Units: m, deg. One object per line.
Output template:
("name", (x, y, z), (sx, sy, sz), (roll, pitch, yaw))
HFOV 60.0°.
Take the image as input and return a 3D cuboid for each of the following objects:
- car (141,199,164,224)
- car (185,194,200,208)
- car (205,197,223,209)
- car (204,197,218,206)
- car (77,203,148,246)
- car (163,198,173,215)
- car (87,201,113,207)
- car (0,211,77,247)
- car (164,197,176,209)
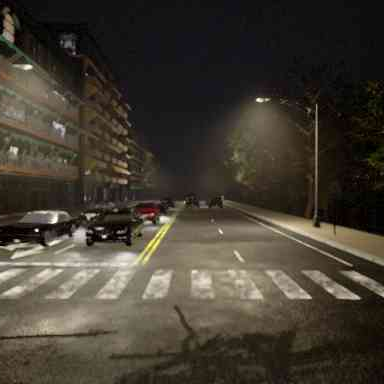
("car", (-3.353, 1.477, 24.294), (1.812, 1.442, 4.674), (0, 0, 0))
("car", (0.086, 1.461, 46.641), (2.128, 1.511, 4.902), (0, 0, 0))
("car", (3.236, 1.491, 46.235), (1.837, 1.490, 4.892), (0, 0, 0))
("car", (3.231, 1.536, 56.655), (2.033, 1.411, 5.357), (0, 0, 0))
("car", (-3.350, 1.458, 15.105), (1.837, 1.490, 4.892), (0, 0, 0))
("car", (-3.349, 1.551, 33.938), (1.895, 1.301, 4.718), (0, 0, 0))
("car", (-6.605, 1.426, 24.062), (2.128, 1.511, 4.902), (0, 0, 0))
("car", (-6.607, 1.537, 14.755), (1.895, 1.301, 4.718), (0, 0, 0))
("car", (-3.285, 1.454, 45.633), (1.837, 1.490, 4.892), (0, 1, 3))
